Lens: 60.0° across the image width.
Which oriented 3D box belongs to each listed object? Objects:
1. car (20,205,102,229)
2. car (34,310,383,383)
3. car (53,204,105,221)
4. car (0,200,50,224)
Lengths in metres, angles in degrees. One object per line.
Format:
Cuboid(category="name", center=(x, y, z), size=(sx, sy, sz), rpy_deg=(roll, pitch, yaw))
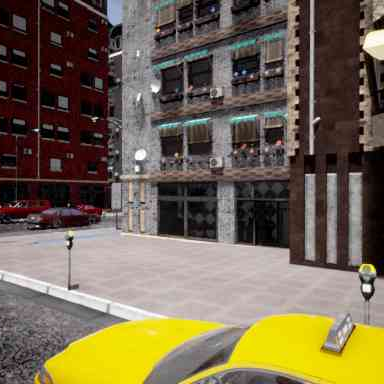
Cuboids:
Cuboid(category="car", center=(-9.230, 1.850, 24.366), size=(2.033, 1.411, 5.357), rpy_deg=(0, -1, 34))
Cuboid(category="car", center=(0.754, 1.525, 2.338), size=(4.829, 1.417, 1.752), rpy_deg=(0, 0, 36))
Cuboid(category="car", center=(-10.840, 1.923, 32.274), size=(1.887, 1.381, 4.507), rpy_deg=(-1, -2, 35))
Cuboid(category="car", center=(-14.136, 1.591, 27.635), size=(2.192, 1.841, 5.009), rpy_deg=(-1, -2, 35))
